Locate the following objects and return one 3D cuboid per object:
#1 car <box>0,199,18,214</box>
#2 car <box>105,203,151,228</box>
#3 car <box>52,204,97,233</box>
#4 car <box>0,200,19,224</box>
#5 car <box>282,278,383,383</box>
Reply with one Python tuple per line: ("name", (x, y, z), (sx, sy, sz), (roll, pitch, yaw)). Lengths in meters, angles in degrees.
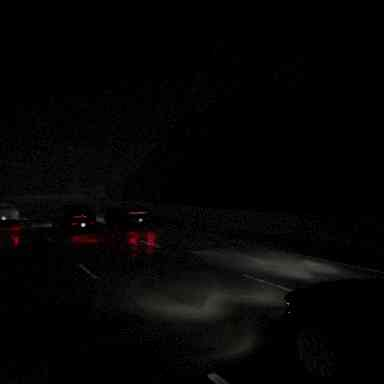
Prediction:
("car", (-20.562, 1.562, 36.910), (2.033, 1.411, 5.357), (0, 0, -27))
("car", (-4.354, 1.492, 22.186), (2.128, 1.511, 4.902), (0, 0, -31))
("car", (-7.114, 1.508, 19.981), (1.837, 1.490, 4.892), (0, 0, -31))
("car", (-13.564, 1.536, 24.002), (1.812, 1.442, 4.674), (0, 0, -30))
("car", (3.053, 1.473, 2.981), (1.882, 1.535, 5.008), (0, 0, -31))
